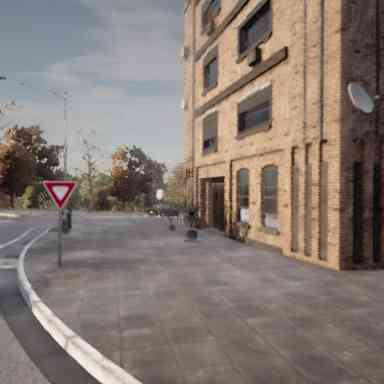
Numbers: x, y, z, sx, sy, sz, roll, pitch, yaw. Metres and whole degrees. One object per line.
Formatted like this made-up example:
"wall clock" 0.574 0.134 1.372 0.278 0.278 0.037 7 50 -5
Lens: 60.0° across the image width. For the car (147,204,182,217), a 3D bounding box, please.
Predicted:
"car" -3.017 2.181 37.929 1.882 1.535 5.008 0 -4 34
